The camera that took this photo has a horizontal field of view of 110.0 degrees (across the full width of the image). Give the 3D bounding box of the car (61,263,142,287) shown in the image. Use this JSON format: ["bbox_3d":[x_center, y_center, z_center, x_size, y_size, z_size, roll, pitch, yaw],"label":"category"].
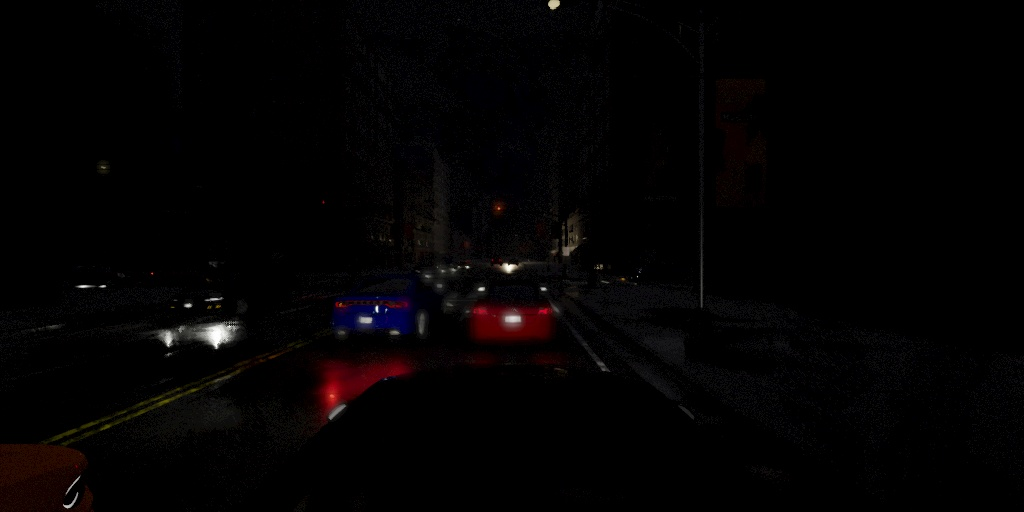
[{"bbox_3d":[-25.353,1.172,22.473,4.097,1.591,1.967,0,0,0],"label":"car"}]

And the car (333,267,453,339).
[{"bbox_3d":[-3.122,1.228,10.151,1.882,1.535,5.008,0,0,0],"label":"car"}]

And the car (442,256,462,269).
[{"bbox_3d":[-9.673,0.968,55.877,2.150,2.045,5.566,0,0,0],"label":"car"}]

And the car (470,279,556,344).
[{"bbox_3d":[0.028,1.314,9.623,1.994,1.385,4.181,0,0,0],"label":"car"}]

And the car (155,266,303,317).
[{"bbox_3d":[-9.816,1.255,13.301,1.837,1.490,4.892,0,0,0],"label":"car"}]

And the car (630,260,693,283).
[{"bbox_3d":[11.629,1.140,28.037,4.553,1.767,2.097,0,0,2],"label":"car"}]

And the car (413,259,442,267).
[{"bbox_3d":[-9.730,1.297,40.127,2.033,1.411,5.357,0,0,0],"label":"car"}]

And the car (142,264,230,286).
[{"bbox_3d":[-22.526,1.308,24.991,4.181,1.385,1.994,0,0,1],"label":"car"}]
